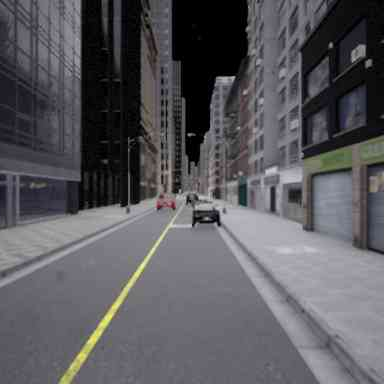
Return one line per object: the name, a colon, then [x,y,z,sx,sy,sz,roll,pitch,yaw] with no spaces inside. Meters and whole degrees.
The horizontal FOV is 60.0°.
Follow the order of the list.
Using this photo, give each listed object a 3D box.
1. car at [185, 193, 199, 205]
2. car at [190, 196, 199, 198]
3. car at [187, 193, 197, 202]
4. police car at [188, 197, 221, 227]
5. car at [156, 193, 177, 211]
car: [0.004,1.170,58.295,2.150,2.045,5.566,0,0,0]
car: [0.901,1.485,32.738,1.837,1.490,4.892,0,0,0]
car: [0.004,1.205,73.235,2.097,1.767,4.553,0,0,0]
police car: [0.902,1.412,22.847,1.930,1.638,5.238,0,0,0]
car: [-3.081,1.196,41.091,2.150,2.045,5.566,0,0,0]
